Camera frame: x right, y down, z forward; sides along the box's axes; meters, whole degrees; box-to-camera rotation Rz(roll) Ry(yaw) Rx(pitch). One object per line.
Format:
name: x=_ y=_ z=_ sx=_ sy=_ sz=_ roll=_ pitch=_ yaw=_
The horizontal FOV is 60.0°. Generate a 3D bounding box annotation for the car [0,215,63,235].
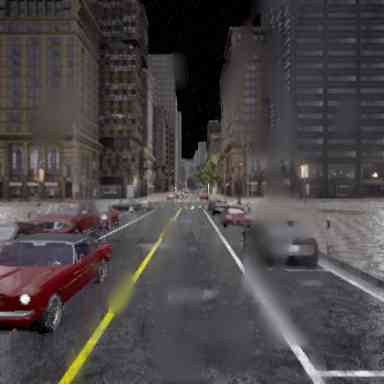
car: x=-5.759 y=1.595 z=10.202 sx=1.802 sy=1.307 sz=4.206 roll=0 pitch=0 yaw=0

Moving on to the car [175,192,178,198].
car: x=-5.446 y=1.364 z=89.040 sx=2.008 sy=1.369 sz=4.403 roll=0 pitch=0 yaw=0

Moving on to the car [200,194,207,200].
car: x=3.079 y=1.357 z=88.986 sx=1.887 sy=1.381 sz=4.507 roll=0 pitch=0 yaw=0

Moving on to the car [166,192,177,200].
car: x=-5.483 y=1.385 z=83.500 sx=1.887 sy=1.381 sz=4.507 roll=0 pitch=0 yaw=0

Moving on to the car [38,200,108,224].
car: x=-5.757 y=1.332 z=15.503 sx=2.192 sy=1.841 sz=5.009 roll=0 pitch=0 yaw=0

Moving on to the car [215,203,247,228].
car: x=2.770 y=1.600 z=21.958 sx=1.802 sy=1.307 sz=4.206 roll=0 pitch=0 yaw=0

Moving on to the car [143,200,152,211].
car: x=-5.751 y=1.579 z=40.133 sx=1.802 sy=1.307 sz=4.206 roll=0 pitch=0 yaw=0

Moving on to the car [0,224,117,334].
car: x=-3.100 y=1.610 z=6.877 sx=1.895 sy=1.301 sz=4.718 roll=0 pitch=0 yaw=0

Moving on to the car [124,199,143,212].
car: x=-7.490 y=1.395 z=34.209 sx=4.403 sy=1.369 sz=2.008 roll=-1 pitch=1 yaw=-9

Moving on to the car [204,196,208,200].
car: x=2.775 y=1.563 z=40.126 sx=1.947 sy=1.339 sz=4.313 roll=0 pitch=0 yaw=0

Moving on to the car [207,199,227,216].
car: x=2.773 y=1.575 z=32.760 sx=1.947 sy=1.339 sz=4.313 roll=0 pitch=0 yaw=0

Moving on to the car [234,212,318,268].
car: x=2.766 y=1.579 z=11.159 sx=1.947 sy=1.339 sz=4.313 roll=0 pitch=0 yaw=0

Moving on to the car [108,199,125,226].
car: x=-5.756 y=1.458 z=20.804 sx=1.967 sy=1.590 sz=4.097 roll=0 pitch=0 yaw=0

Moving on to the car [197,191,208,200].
car: x=3.044 y=1.155 z=83.444 sx=2.192 sy=1.841 sz=5.009 roll=0 pitch=0 yaw=0
